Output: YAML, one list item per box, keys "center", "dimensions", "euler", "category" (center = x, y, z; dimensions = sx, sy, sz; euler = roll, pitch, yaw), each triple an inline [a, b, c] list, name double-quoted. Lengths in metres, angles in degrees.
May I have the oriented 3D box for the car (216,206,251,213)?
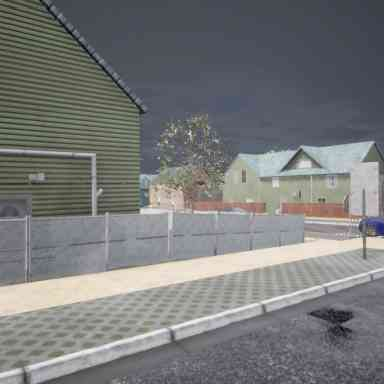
- center: [3.560, 1.944, 27.616]
  dimensions: [1.882, 1.535, 5.008]
  euler: [-1, -1, -36]
  category: "car"

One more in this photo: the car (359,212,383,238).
- center: [10.711, 1.688, 16.601]
  dimensions: [1.812, 1.442, 4.674]
  euler: [-1, -1, -25]
  category: "car"

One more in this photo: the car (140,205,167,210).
- center: [-4.382, 2.268, 38.755]
  dimensions: [1.882, 1.535, 5.008]
  euler: [-1, 0, -36]
  category: "car"

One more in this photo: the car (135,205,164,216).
- center: [-5.887, 2.507, 45.922]
  dimensions: [1.895, 1.301, 4.718]
  euler: [-1, -1, -36]
  category: "car"
